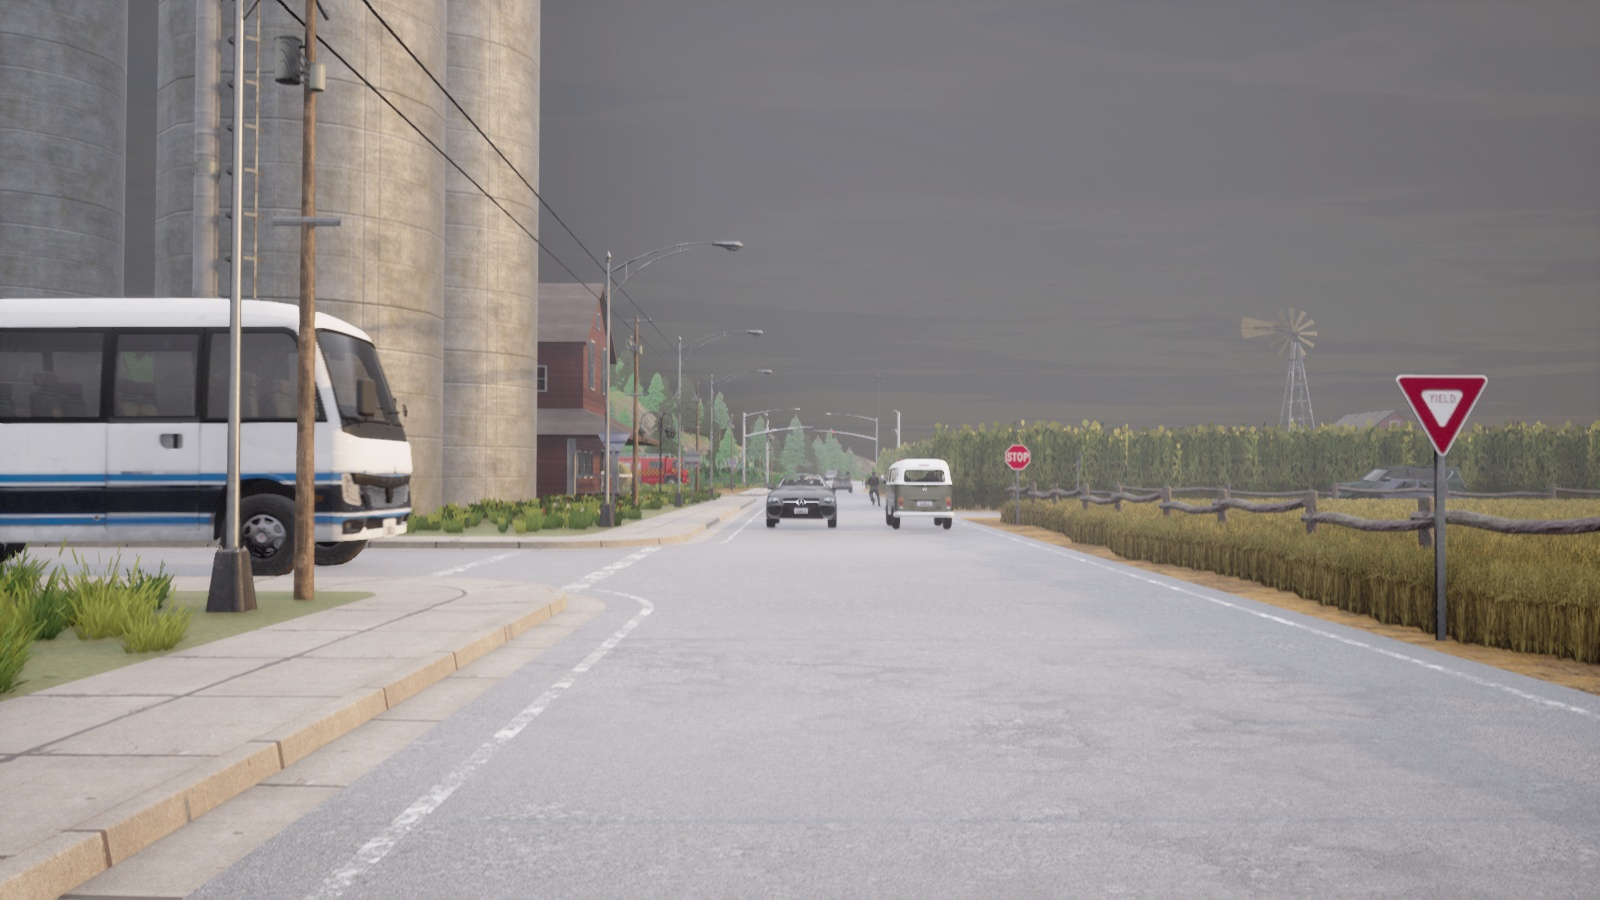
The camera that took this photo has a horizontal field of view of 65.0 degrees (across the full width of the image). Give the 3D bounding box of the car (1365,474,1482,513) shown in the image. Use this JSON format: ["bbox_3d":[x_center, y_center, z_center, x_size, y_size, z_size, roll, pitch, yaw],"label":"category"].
[{"bbox_3d":[24.285,1.679,49.007,3.633,1.501,1.845,0,-1,0],"label":"car"}]

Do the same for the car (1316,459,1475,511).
[{"bbox_3d":[24.638,1.443,52.111,5.566,2.045,2.150,0,-1,0],"label":"car"}]

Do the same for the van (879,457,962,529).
[{"bbox_3d":[3.564,1.263,37.860,2.069,2.038,4.480,0,-1,0],"label":"van"}]

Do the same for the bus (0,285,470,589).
[{"bbox_3d":[-10.862,-0.129,19.818,10.273,4.253,3.944,-1,-1,-1],"label":"bus"}]

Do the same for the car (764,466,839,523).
[{"bbox_3d":[0.100,1.356,39.099,2.152,1.651,5.027,0,-1,1],"label":"car"}]
